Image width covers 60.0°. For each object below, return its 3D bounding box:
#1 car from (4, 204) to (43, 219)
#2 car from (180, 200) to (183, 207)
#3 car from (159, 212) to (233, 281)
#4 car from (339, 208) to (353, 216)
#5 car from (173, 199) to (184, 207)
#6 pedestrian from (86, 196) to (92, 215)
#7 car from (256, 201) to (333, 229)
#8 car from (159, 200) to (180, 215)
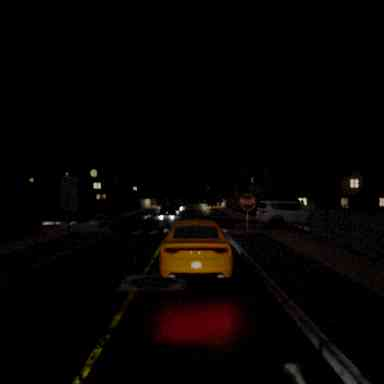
[{"bbox_3d":[-13.686,1.643,25.360,4.181,1.385,1.994,1,1,-1],"label":"car"},{"bbox_3d":[-2.828,2.178,53.464,2.033,1.411,5.357,0,-1,0],"label":"car"},{"bbox_3d":[0.105,1.599,10.296,1.882,1.535,5.008,0,-1,0],"label":"car"},{"bbox_3d":[11.972,2.056,27.896,5.008,1.535,1.882,1,1,1],"label":"car"},{"bbox_3d":[-2.748,2.301,68.457,2.128,1.511,4.902,0,-1,0],"label":"car"},{"bbox_3d":[-9.681,1.237,31.137,0.375,1.860,0.375,0,-1,1],"label":"pedestrian"},{"bbox_3d":[7.780,1.740,25.597,5.566,2.045,2.150,1,0,-1],"label":"car"},{"bbox_3d":[-2.853,2.028,40.522,2.033,1.411,5.357,0,-1,0],"label":"car"}]
